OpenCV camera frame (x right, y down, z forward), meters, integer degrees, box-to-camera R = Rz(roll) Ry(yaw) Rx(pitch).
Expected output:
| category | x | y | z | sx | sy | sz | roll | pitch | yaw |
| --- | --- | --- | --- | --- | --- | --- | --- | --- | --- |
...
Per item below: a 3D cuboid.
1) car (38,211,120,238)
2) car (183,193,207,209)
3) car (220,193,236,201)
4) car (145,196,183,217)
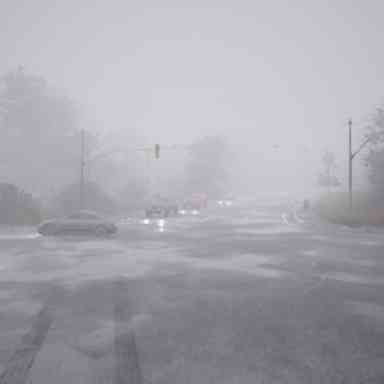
| category | x | y | z | sx | sy | sz | roll | pitch | yaw |
| --- | --- | --- | --- | --- | --- | --- | --- | --- | --- |
| car | -6.128 | 1.728 | 18.246 | 4.181 | 1.385 | 1.994 | 0 | -1 | 1 |
| car | 0.434 | 1.234 | 46.341 | 2.150 | 2.045 | 5.566 | 0 | 2 | 20 |
| car | 6.623 | 0.853 | 60.775 | 1.812 | 1.442 | 4.674 | 0 | 3 | 26 |
| car | -3.027 | 1.464 | 34.855 | 2.150 | 2.045 | 5.566 | 0 | 0 | 14 |
